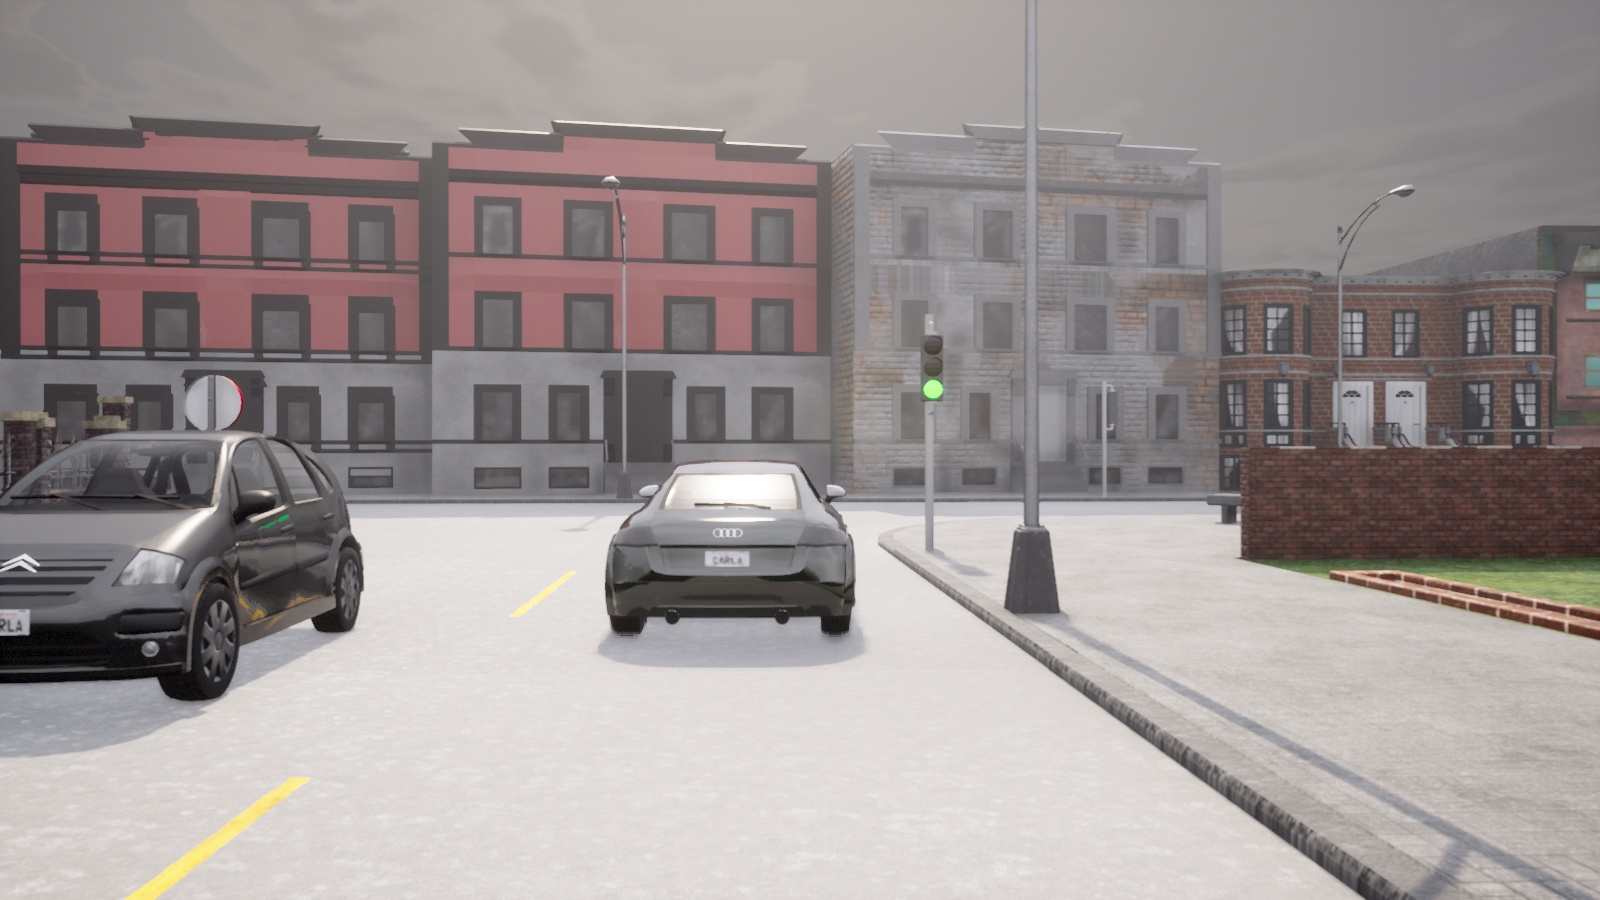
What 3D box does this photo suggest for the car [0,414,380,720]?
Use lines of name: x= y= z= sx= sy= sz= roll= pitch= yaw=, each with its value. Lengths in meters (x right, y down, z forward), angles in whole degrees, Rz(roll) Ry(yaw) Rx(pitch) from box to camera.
car: x=-4.357 y=0.613 z=8.622 sx=1.851 sy=1.617 sz=3.988 roll=0 pitch=0 yaw=-4

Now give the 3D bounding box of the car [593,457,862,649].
car: x=-0.537 y=0.772 z=11.388 sx=1.994 sy=1.385 sz=4.181 roll=0 pitch=0 yaw=0
